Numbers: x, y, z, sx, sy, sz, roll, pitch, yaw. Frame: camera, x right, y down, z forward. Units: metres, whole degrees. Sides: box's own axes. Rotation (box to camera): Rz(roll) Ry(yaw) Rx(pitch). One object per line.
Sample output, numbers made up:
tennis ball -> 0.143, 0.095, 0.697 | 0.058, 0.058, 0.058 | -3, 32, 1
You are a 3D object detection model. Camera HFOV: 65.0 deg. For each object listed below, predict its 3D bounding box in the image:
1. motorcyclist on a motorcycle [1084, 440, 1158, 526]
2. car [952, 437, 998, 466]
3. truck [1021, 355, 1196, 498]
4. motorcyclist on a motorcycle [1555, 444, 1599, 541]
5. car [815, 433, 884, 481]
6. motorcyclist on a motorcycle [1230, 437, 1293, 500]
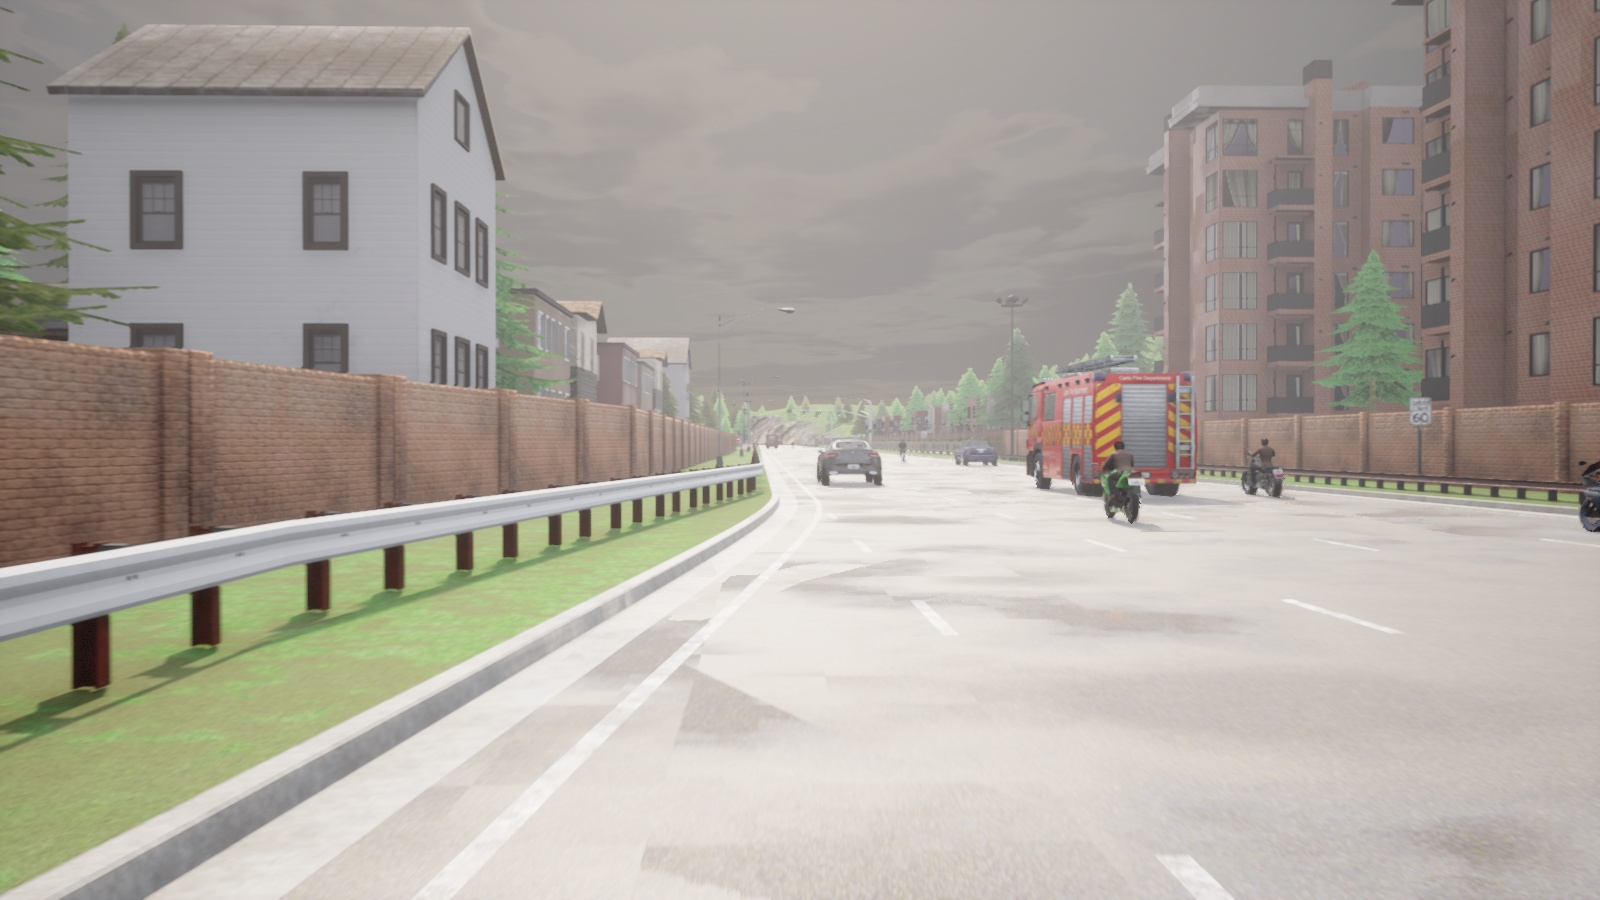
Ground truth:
motorcyclist on a motorcycle -> 5.954, 0.582, 23.403 | 0.797, 1.523, 2.044 | 0, 0, -2
car -> 11.067, 0.097, 79.728 | 2.097, 1.767, 4.553 | 0, 0, -2
truck -> 8.977, -0.654, 37.719 | 2.891, 3.827, 8.468 | 0, 0, -2
motorcyclist on a motorcycle -> 13.076, 0.666, 19.889 | 0.866, 1.530, 2.191 | 0, 0, -2
car -> 1.716, 0.231, 45.334 | 2.152, 1.651, 5.027 | 0, 0, -2
motorcyclist on a motorcycle -> 12.591, 0.487, 34.344 | 0.766, 1.649, 2.350 | 0, 0, -2
